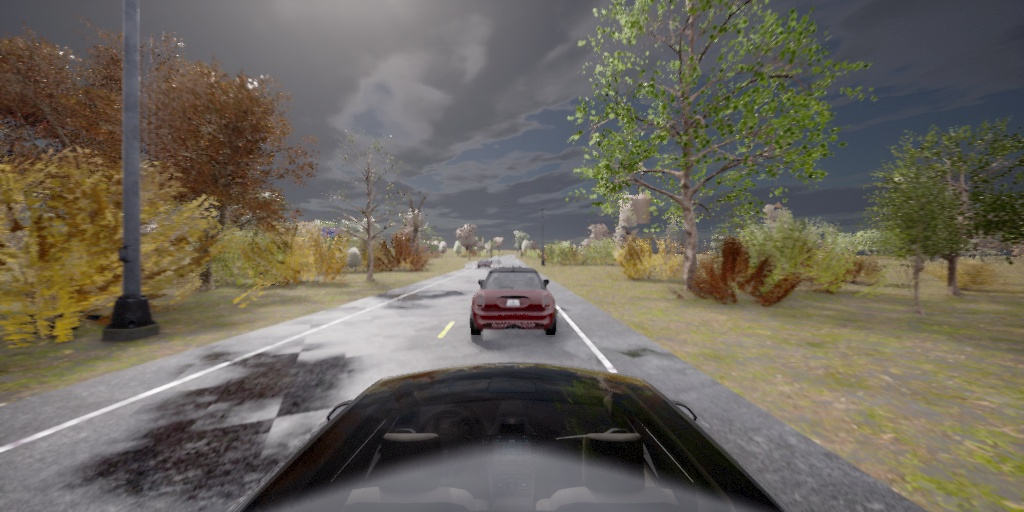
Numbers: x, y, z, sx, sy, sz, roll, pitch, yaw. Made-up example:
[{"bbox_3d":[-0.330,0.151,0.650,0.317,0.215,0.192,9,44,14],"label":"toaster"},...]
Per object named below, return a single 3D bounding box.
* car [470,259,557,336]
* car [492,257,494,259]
[{"bbox_3d":[0.045,1.075,10.390,2.097,1.767,4.553,0,0,0],"label":"car"},{"bbox_3d":[-4.022,1.127,52.247,1.994,1.385,4.181,0,0,-3],"label":"car"}]
